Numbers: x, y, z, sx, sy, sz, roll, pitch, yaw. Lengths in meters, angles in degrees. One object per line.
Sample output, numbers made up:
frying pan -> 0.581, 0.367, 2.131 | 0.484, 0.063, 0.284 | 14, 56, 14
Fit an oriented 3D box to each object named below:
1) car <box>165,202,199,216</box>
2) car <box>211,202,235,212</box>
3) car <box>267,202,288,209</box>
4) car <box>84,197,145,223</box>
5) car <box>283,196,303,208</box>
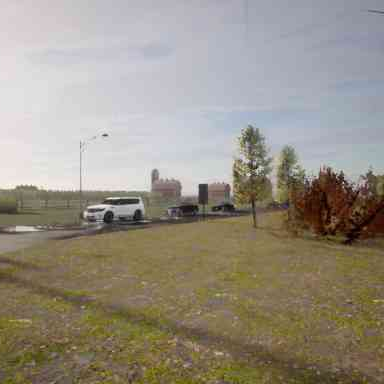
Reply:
car -> -1.057, 1.817, 36.690 | 2.128, 1.511, 4.902 | -1, -1, 32
car -> 4.283, 1.986, 45.205 | 1.994, 1.385, 4.181 | -1, -1, 32
car -> 13.531, 1.965, 53.126 | 1.837, 1.490, 4.892 | -1, -1, 32
car -> -6.390, 1.452, 28.174 | 2.150, 2.045, 5.566 | -1, -1, 34
car -> 18.765, 1.783, 61.649 | 2.150, 2.045, 5.566 | -1, -1, 32
